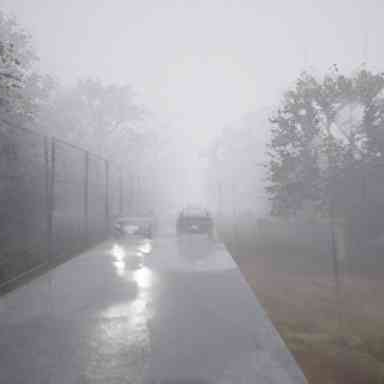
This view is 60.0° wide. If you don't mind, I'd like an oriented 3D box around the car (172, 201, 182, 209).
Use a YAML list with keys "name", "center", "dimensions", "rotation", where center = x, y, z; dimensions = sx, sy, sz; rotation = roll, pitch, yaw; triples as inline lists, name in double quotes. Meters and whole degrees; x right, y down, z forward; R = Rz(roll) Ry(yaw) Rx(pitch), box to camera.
- name: "car"
  center: [-2.471, 2.380, 59.561]
  dimensions: [1.812, 1.442, 4.674]
  rotation: [0, -1, 1]

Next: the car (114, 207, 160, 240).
- name: "car"
  center: [-2.808, 1.591, 17.675]
  dimensions: [2.128, 1.511, 4.902]
  rotation: [0, -1, 0]

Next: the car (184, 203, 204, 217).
- name: "car"
  center: [0.240, 1.941, 37.377]
  dimensions: [2.033, 1.411, 5.357]
  rotation: [0, -1, 0]

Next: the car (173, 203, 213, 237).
- name: "car"
  center: [0.144, 1.587, 18.707]
  dimensions: [1.882, 1.535, 5.008]
  rotation: [0, -1, 0]
